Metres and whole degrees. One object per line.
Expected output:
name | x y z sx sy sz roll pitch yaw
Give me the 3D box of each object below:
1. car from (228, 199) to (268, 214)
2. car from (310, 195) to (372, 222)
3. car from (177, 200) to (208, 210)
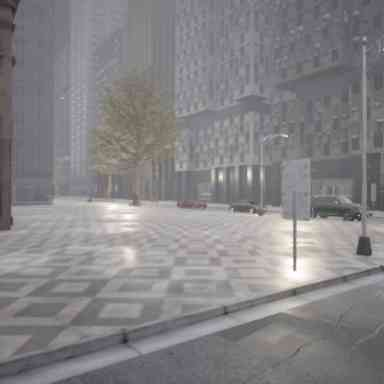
car | 5.927 1.568 35.598 1.837 1.490 4.892 0 0 -36
car | 11.768 1.301 27.493 2.150 2.045 5.566 0 0 -36
car | -0.002 1.647 43.838 1.895 1.301 4.718 0 0 -36
